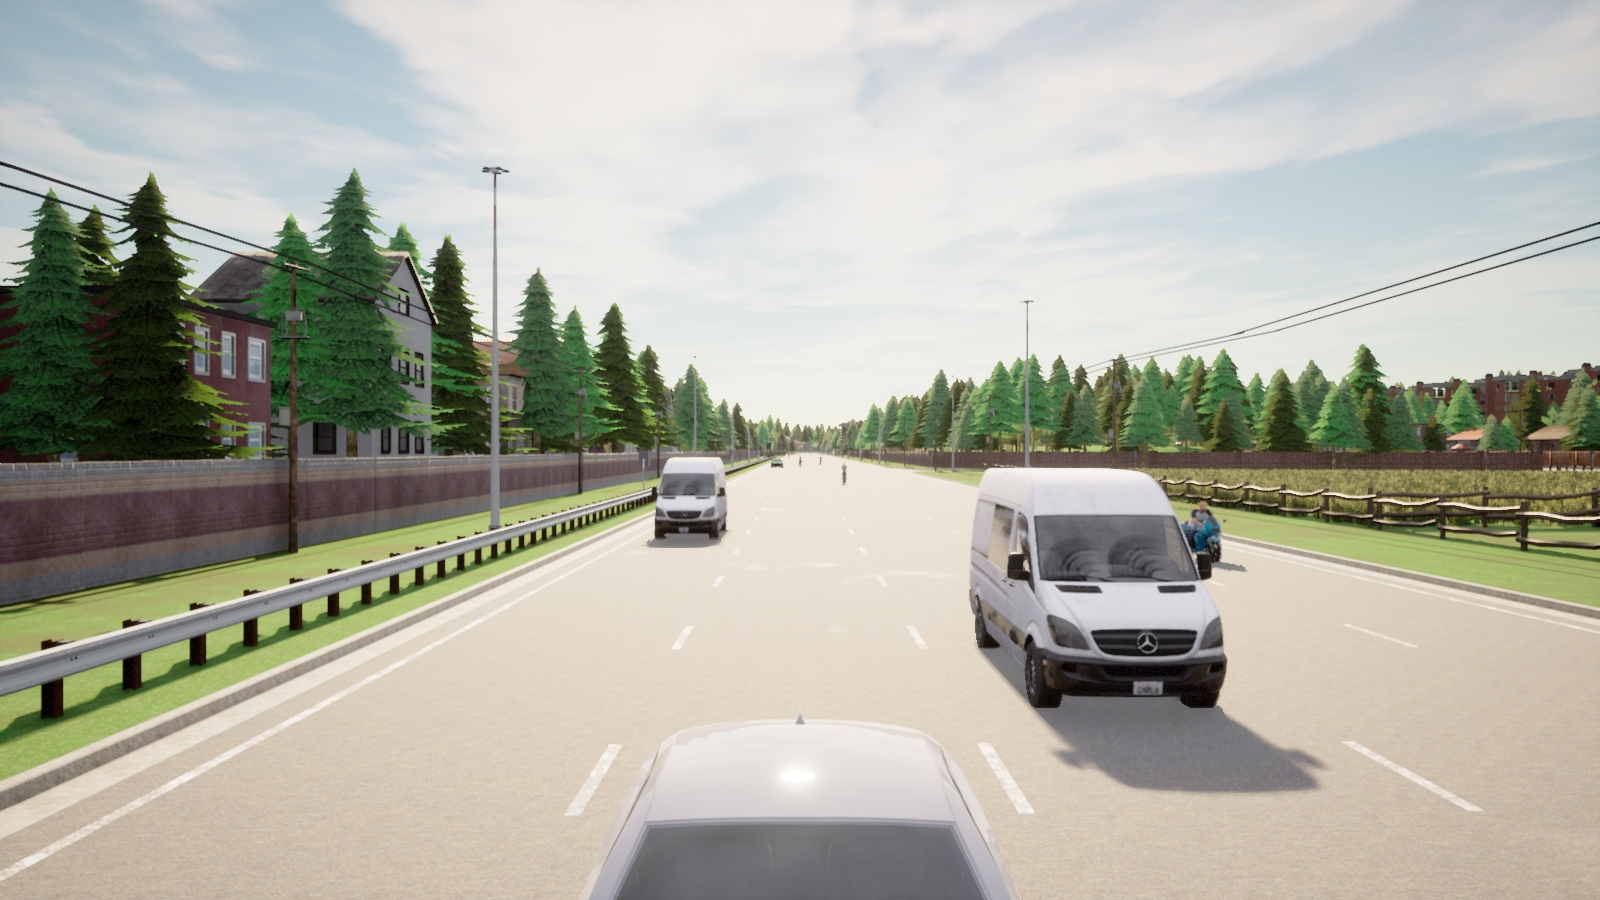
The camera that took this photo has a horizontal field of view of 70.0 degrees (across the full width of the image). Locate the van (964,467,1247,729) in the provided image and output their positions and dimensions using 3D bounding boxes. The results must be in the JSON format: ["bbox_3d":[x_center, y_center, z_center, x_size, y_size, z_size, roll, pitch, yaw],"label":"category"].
[{"bbox_3d":[3.497,1.532,14.435,1.988,2.561,5.915,0,0,0],"label":"van"}]

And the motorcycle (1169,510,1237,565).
[{"bbox_3d":[10.111,2.180,28.734,0.803,1.199,2.033,-1,0,-6],"label":"motorcycle"}]

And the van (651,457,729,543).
[{"bbox_3d":[-3.500,1.527,37.322,1.988,2.561,5.915,0,0,0],"label":"van"}]

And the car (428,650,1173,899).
[{"bbox_3d":[0.000,2.033,4.728,2.097,1.535,5.006,0,0,0],"label":"car"}]
